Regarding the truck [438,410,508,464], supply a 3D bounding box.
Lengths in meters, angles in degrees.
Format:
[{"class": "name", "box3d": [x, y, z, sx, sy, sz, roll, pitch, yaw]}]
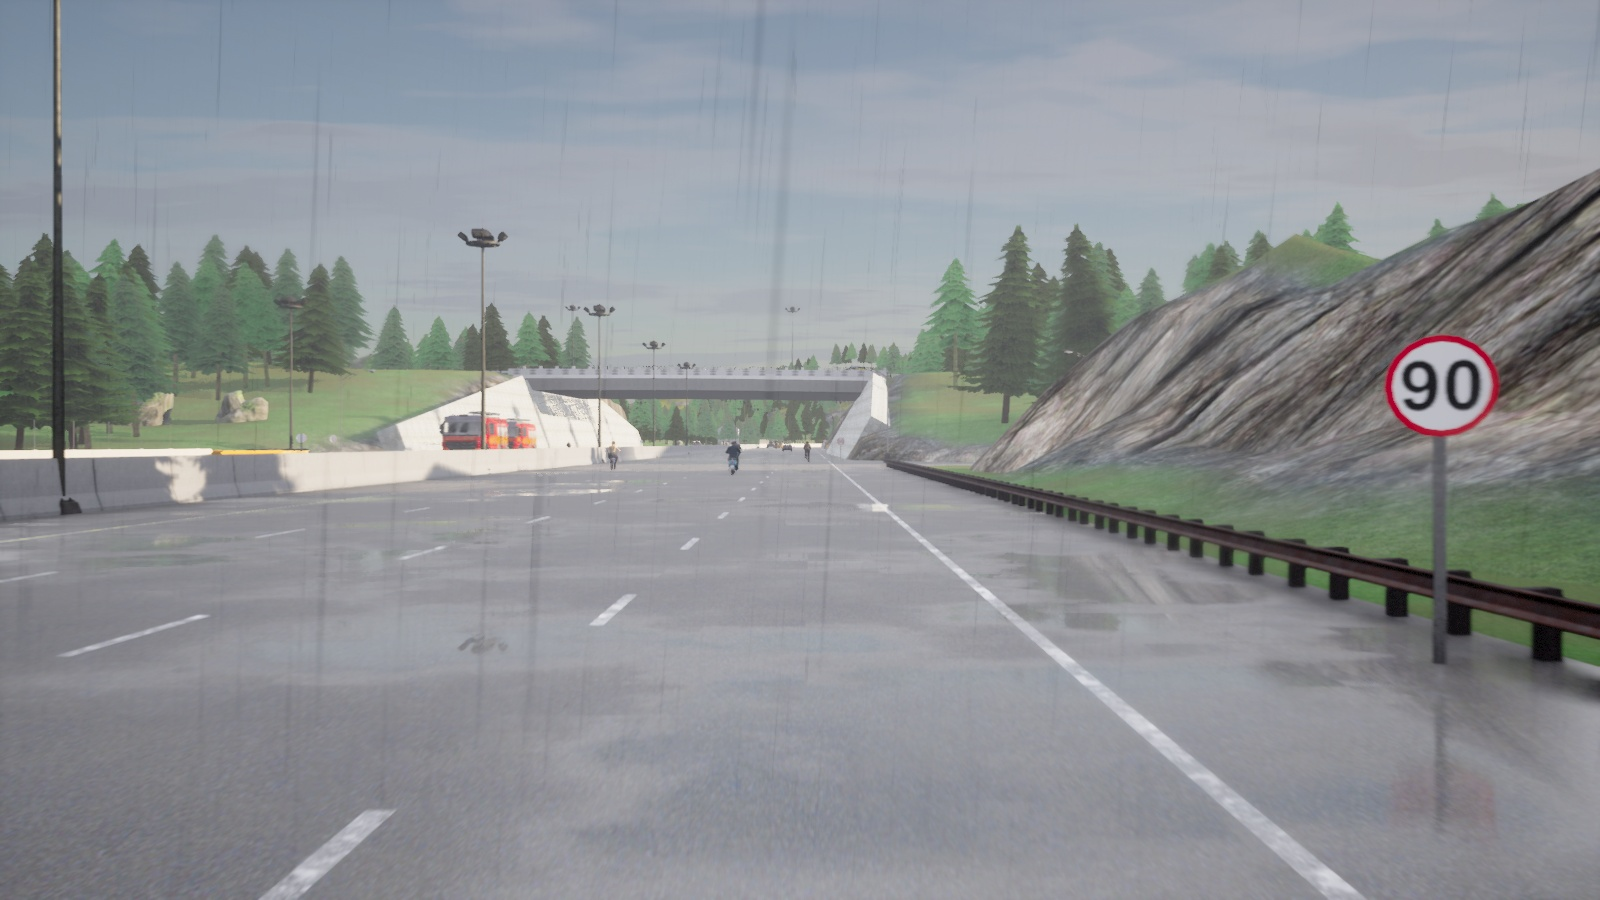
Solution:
[{"class": "truck", "box3d": [-23.958, -0.936, 92.444, 2.891, 3.827, 8.468, 0, 0, 0]}]
